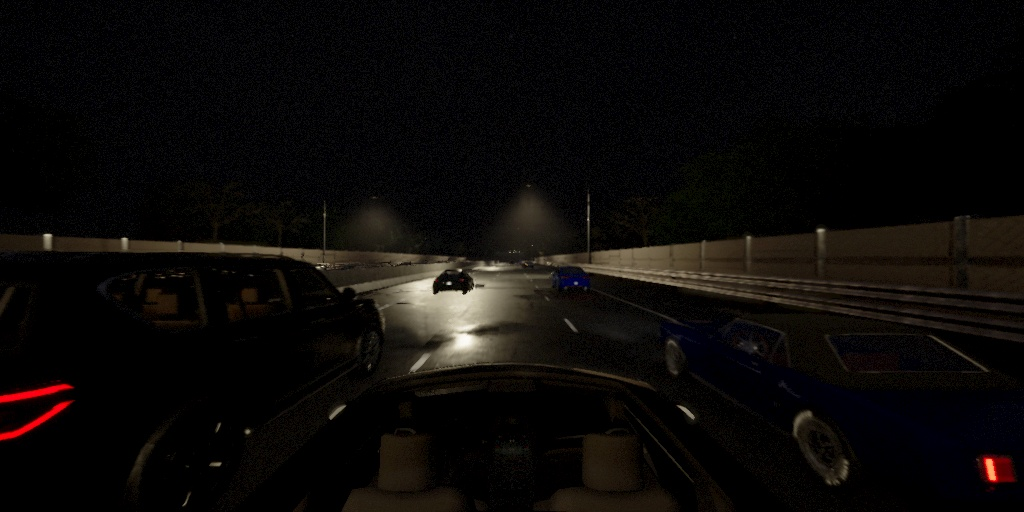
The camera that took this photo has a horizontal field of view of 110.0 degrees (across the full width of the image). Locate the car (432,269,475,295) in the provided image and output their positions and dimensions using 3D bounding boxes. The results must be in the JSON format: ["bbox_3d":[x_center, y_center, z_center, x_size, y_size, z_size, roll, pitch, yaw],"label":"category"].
[{"bbox_3d":[-3.396,1.471,21.353,1.994,1.385,4.181,0,0,0],"label":"car"}]

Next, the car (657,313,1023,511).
[{"bbox_3d":[3.600,1.372,4.509,1.895,1.301,4.718,0,0,0],"label":"car"}]

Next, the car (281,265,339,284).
[{"bbox_3d":[-17.579,1.543,31.564,2.033,1.411,5.357,0,-1,0],"label":"car"}]

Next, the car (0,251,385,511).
[{"bbox_3d":[-3.399,0.991,4.250,2.150,2.045,5.566,0,0,0],"label":"car"}]

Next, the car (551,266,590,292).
[{"bbox_3d":[3.604,1.395,22.629,1.882,1.535,5.008,0,0,0],"label":"car"}]

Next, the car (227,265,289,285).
[{"bbox_3d":[-21.078,1.508,30.040,1.812,1.442,4.674,0,0,0],"label":"car"}]
